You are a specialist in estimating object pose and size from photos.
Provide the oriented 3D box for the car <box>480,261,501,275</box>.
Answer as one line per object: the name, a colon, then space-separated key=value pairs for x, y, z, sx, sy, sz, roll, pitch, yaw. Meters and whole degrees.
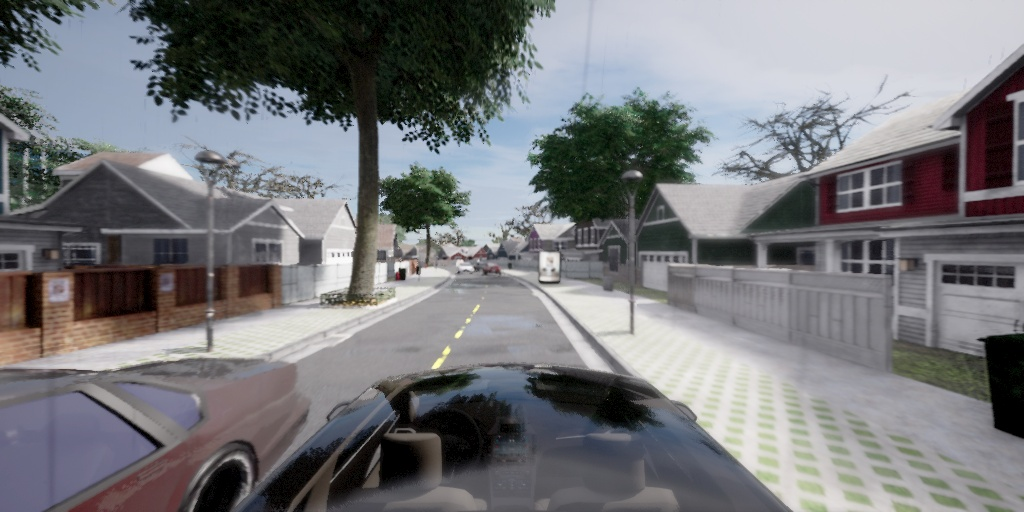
car: x=-2.421 y=1.491 z=42.507 sx=1.812 sy=1.442 sz=4.674 roll=0 pitch=0 yaw=-10

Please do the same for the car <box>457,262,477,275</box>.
car: x=-5.705 y=1.511 z=43.812 sx=1.812 sy=1.442 sz=4.674 roll=0 pitch=-1 yaw=-10

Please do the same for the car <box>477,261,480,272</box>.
car: x=-4.759 y=1.556 z=54.376 sx=2.128 sy=1.511 sz=4.902 roll=0 pitch=0 yaw=-17

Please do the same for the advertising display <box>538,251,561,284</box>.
advertising display: x=2.620 y=0.873 z=25.252 sx=1.540 sy=2.440 sz=0.280 roll=0 pitch=0 yaw=-4

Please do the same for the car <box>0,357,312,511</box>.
car: x=-2.850 y=1.296 z=1.103 sx=2.033 sy=1.411 sz=5.357 roll=0 pitch=0 yaw=0
